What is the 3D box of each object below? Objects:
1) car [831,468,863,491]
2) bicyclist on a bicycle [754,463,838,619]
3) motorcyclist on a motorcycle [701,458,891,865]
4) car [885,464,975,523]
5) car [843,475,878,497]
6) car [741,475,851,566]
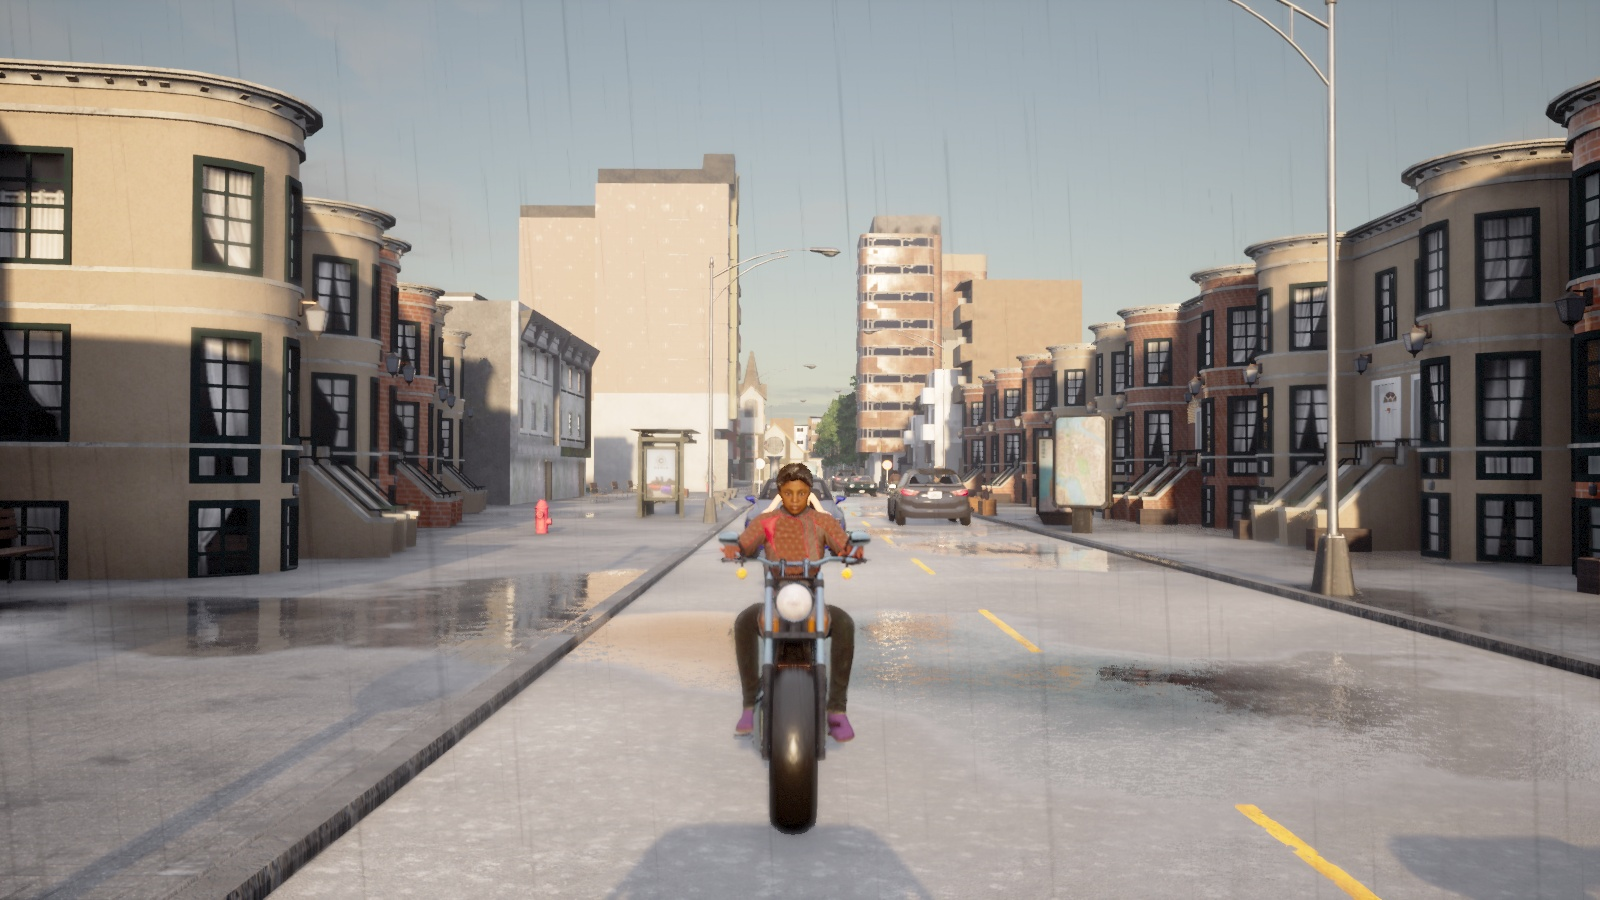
[{"bbox_3d":[3.629,2.281,97.711,2.242,1.667,4.611,0,-1,0],"label":"car"},{"bbox_3d":[-0.041,0.982,13.835,0.866,1.612,1.509,0,-3,0],"label":"bicyclist on a bicycle"},{"bbox_3d":[-0.022,0.871,6.285,0.766,1.649,2.350,0,-1,0],"label":"motorcyclist on a motorcycle"},{"bbox_3d":[3.876,1.283,38.165,2.242,1.667,4.611,0,-1,0],"label":"car"},{"bbox_3d":[3.728,2.199,77.564,1.895,1.301,4.718,0,-1,0],"label":"car"},{"bbox_3d":[-0.075,1.212,22.874,1.816,1.474,4.193,0,-1,0],"label":"car"}]
